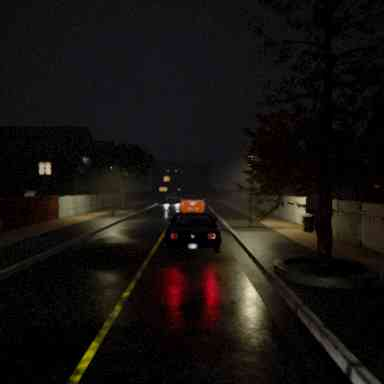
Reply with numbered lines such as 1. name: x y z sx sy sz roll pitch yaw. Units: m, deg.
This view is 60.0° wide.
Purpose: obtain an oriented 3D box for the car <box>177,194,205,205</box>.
1. car: 0.067 0.952 28.342 2.097 1.767 4.553 0 1 1

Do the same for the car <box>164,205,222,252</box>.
1. car: 0.051 1.409 12.834 1.895 1.301 4.718 0 1 1

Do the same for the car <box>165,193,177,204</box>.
1. car: -2.763 0.907 46.703 1.812 1.442 4.674 0 0 1
